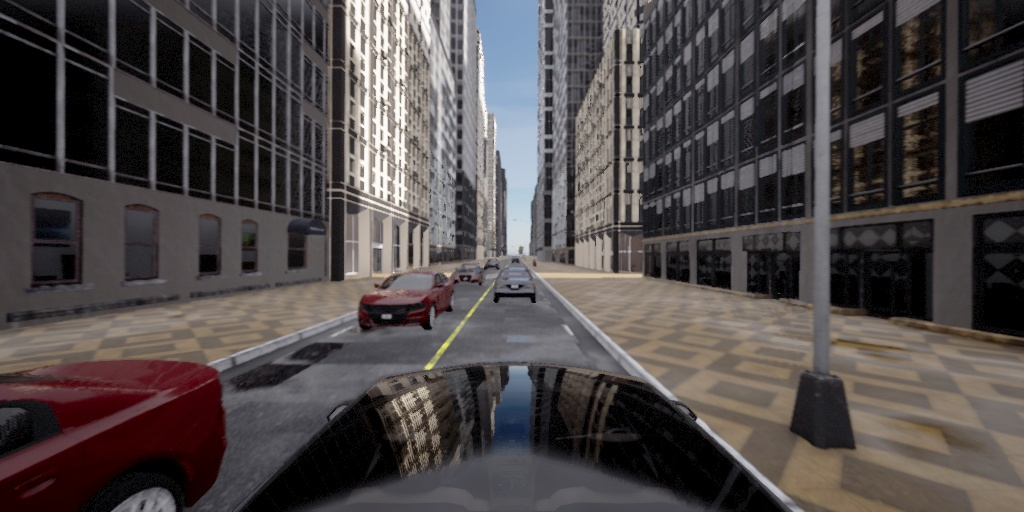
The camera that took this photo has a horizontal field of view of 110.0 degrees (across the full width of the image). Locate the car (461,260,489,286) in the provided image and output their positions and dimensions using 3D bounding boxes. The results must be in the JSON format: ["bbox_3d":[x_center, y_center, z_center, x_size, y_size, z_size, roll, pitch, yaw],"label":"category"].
[{"bbox_3d":[-2.874,1.216,24.264,1.994,1.385,4.181,0,0,1],"label":"car"}]

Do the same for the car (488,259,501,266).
[{"bbox_3d":[-2.562,1.106,47.693,1.837,1.490,4.892,0,0,1],"label":"car"}]

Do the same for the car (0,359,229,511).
[{"bbox_3d":[-3.108,1.216,0.608,1.882,1.535,5.008,0,0,0],"label":"car"}]

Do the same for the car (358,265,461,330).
[{"bbox_3d":[-3.009,1.178,11.144,1.882,1.535,5.008,0,0,0],"label":"car"}]

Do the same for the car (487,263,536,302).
[{"bbox_3d":[0.134,1.243,16.664,2.033,1.411,5.357,0,0,1],"label":"car"}]
